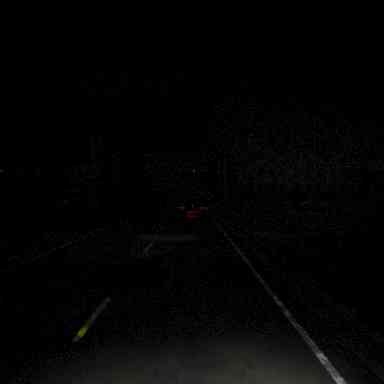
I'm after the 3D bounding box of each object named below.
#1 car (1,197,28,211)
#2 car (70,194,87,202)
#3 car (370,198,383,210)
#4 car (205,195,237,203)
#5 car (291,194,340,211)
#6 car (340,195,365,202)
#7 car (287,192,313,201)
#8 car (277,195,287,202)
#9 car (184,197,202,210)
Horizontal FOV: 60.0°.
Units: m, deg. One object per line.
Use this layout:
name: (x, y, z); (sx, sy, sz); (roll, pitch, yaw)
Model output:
car: (-20.727, 1.363, 38.055); (2.242, 1.667, 4.611); (0, 0, -1)
car: (-19.628, 1.169, 60.223); (4.674, 1.442, 1.812); (1, 1, 0)
car: (21.164, 0.992, 34.469); (4.605, 1.855, 1.932); (0, 0, -1)
car: (4.987, 1.183, 57.060); (5.357, 1.411, 2.033); (0, 0, -16)
car: (12.685, 1.256, 34.382); (3.806, 1.475, 1.970); (0, 0, -1)
car: (28.444, 1.172, 60.385); (5.357, 1.411, 2.033); (0, 0, 0)
car: (13.276, 0.962, 37.709); (3.866, 1.878, 1.905); (0, 0, -1)
car: (17.902, 1.116, 60.350); (4.902, 1.511, 2.128); (0, 0, 0)
car: (0.102, 1.379, 40.965); (1.837, 1.490, 4.892); (0, 0, 0)
